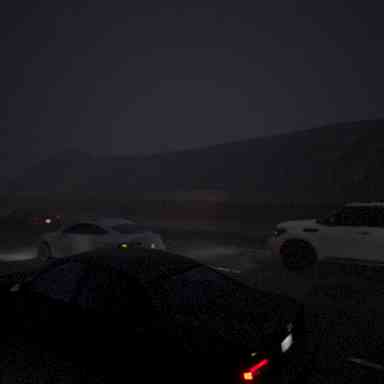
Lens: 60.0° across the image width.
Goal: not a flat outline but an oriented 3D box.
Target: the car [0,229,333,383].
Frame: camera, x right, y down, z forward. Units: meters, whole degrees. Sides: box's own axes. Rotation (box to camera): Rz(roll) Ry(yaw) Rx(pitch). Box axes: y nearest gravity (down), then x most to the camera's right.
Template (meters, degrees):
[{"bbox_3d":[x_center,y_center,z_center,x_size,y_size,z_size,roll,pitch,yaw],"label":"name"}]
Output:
[{"bbox_3d":[-1.086,1.551,4.785,5.357,1.411,2.033,0,0,36],"label":"car"}]

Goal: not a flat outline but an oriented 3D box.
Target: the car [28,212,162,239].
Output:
[{"bbox_3d":[-2.923,1.531,10.425,4.674,1.442,1.812,0,0,36],"label":"car"}]

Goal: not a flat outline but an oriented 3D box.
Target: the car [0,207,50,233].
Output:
[{"bbox_3d":[-9.562,1.572,19.511,4.181,1.385,1.994,0,0,36],"label":"car"}]

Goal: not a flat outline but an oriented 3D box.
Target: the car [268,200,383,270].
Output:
[{"bbox_3d":[4.955,1.233,9.078,5.566,2.045,2.150,0,0,35],"label":"car"}]
